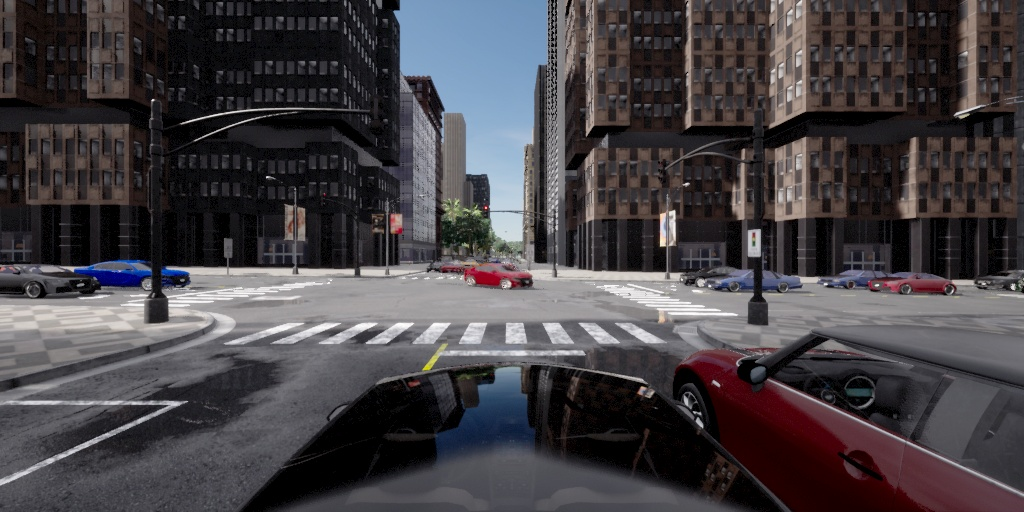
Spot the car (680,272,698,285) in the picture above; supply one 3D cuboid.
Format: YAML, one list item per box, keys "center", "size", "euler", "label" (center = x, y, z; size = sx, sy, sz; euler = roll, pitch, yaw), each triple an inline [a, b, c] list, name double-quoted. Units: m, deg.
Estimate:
- center: [14.707, 1.459, 25.809]
  size: [5.008, 1.535, 1.882]
  euler: [1, 0, -1]
  label: "car"

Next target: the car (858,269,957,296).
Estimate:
- center: [25.061, 1.699, 22.616]
  size: [4.181, 1.385, 1.994]
  euler: [1, 0, 1]
  label: "car"

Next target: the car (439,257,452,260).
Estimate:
- center: [-9.225, 1.084, 49.195]
  size: [2.192, 1.841, 5.009]
  euler: [0, 0, 0]
  label: "car"

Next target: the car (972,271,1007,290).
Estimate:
- center: [36.551, 1.804, 25.948]
  size: [4.892, 1.490, 1.837]
  euler: [1, 0, 0]
  label: "car"

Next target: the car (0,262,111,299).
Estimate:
- center: [-20.784, 1.053, 15.609]
  size: [4.181, 1.385, 1.994]
  euler: [1, 0, 0]
  label: "car"

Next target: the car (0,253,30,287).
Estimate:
- center: [-28.962, 0.722, 18.800]
  size: [4.553, 1.767, 2.097]
  euler: [1, 0, 0]
  label: "car"

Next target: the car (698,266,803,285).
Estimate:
- center: [15.101, 1.538, 22.562]
  size: [5.357, 1.411, 2.033]
  euler: [1, 0, 0]
  label: "car"

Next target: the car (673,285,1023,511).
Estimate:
- center: [2.763, 1.190, 2.445]
  size: [1.967, 1.591, 4.097]
  euler: [0, 0, 0]
  label: "car"

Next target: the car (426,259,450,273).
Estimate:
- center: [-9.183, 1.323, 43.769]
  size: [1.948, 1.339, 4.313]
  euler: [0, 0, 0]
  label: "car"

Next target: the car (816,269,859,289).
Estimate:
- center: [25.306, 1.682, 25.886]
  size: [5.357, 1.411, 2.033]
  euler: [1, 0, 0]
  label: "car"

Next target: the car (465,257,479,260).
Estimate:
- center: [-6.600, 1.261, 55.473]
  size: [1.882, 1.535, 5.008]
  euler: [0, 0, 0]
  label: "car"

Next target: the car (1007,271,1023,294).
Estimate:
- center: [35.265, 1.635, 22.667]
  size: [4.553, 1.767, 2.097]
  euler: [1, 0, 1]
  label: "car"

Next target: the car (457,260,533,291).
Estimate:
- center: [-0.939, 1.238, 22.621]
  size: [5.008, 1.535, 1.882]
  euler: [1, 0, 42]
  label: "car"

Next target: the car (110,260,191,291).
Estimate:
- center: [-19.850, 0.976, 18.864]
  size: [5.008, 1.535, 1.882]
  euler: [1, 0, 0]
  label: "car"

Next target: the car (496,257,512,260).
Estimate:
- center: [-0.658, 1.197, 43.832]
  size: [1.967, 1.591, 4.097]
  euler: [0, 0, 0]
  label: "car"

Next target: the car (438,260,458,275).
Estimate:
- center: [-6.495, 1.349, 39.417]
  size: [1.895, 1.301, 4.718]
  euler: [0, 0, 0]
  label: "car"
